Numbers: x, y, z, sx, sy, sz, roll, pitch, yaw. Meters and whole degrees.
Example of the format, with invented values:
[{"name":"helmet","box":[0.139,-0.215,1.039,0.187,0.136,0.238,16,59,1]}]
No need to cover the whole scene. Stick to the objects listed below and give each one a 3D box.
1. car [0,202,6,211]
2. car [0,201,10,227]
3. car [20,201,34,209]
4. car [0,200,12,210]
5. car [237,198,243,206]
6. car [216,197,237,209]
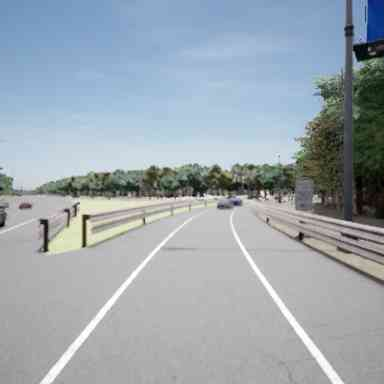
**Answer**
[{"name":"car","box":[-30.538,2.260,51.885,1.895,1.301,4.718,0,-1,-19]},{"name":"car","box":[-14.091,1.502,22.251,2.150,2.045,5.566,0,-1,-16]},{"name":"car","box":[-29.349,2.291,59.078,1.812,1.442,4.674,0,-1,-19]},{"name":"car","box":[-32.248,2.224,56.464,2.128,1.511,4.902,0,-1,-19]},{"name":"car","box":[7.734,1.716,59.071,1.882,1.535,5.008,0,0,20]},{"name":"car","box":[4.871,1.754,48.882,2.033,1.411,5.357,0,0,15]}]
